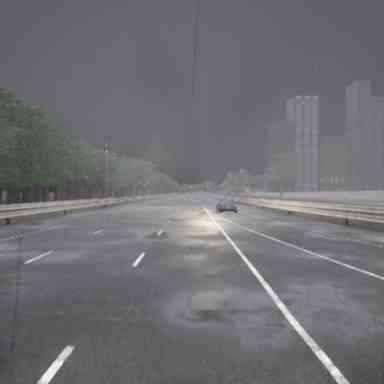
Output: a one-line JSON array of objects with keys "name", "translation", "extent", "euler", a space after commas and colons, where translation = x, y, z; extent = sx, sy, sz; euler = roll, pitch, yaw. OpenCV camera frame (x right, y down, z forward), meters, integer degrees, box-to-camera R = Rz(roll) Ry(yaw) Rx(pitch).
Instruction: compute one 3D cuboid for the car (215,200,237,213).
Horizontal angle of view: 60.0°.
[{"name": "car", "translation": [3.787, 1.573, 37.170], "extent": [1.994, 1.385, 4.181], "euler": [0, 0, -2]}]
